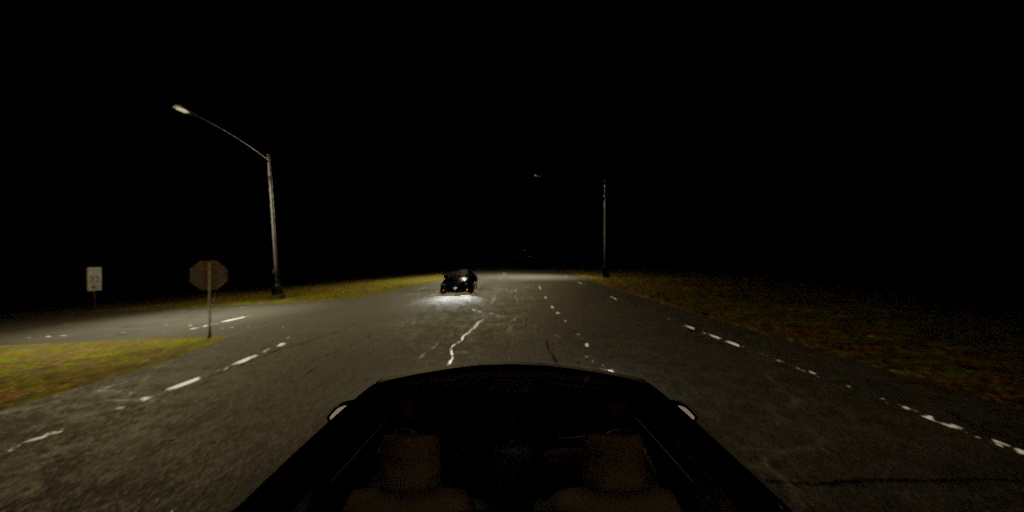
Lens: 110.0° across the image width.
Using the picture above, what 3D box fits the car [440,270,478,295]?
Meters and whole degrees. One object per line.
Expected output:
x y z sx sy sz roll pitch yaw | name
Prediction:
-3.351 1.622 23.268 1.994 1.385 4.181 -2 2 1 | car
